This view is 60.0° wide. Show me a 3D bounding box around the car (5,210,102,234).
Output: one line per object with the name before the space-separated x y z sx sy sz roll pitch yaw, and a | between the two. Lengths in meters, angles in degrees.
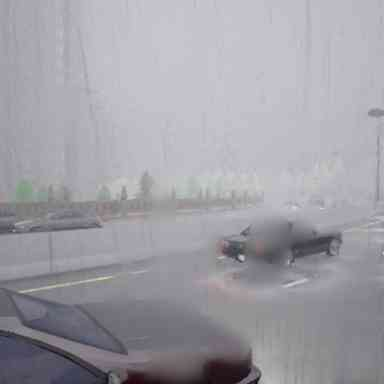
car | -6.713 1.613 16.747 4.181 1.385 1.994 0 0 -40

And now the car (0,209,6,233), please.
car | -10.852 1.632 17.943 4.181 1.385 1.994 0 0 -37

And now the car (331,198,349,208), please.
car | 18.914 1.518 42.383 2.128 1.511 4.902 0 0 27

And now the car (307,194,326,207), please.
car | 19.493 1.301 51.617 2.150 2.045 5.566 0 0 23

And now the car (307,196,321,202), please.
car | 29.734 1.706 81.420 1.882 1.535 5.008 -1 0 4

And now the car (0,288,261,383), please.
car | -1.916 1.561 2.503 5.357 1.411 2.033 0 0 -36

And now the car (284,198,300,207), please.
car | 15.567 1.662 51.484 1.994 1.385 4.181 0 0 24

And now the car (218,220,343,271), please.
car | 3.125 1.596 11.023 4.718 1.301 1.895 0 0 -41
